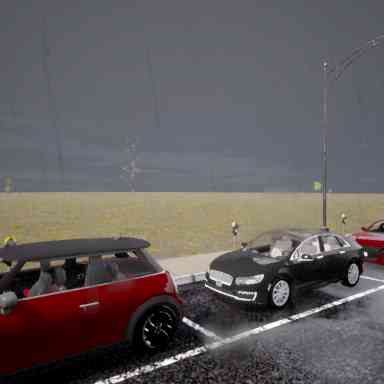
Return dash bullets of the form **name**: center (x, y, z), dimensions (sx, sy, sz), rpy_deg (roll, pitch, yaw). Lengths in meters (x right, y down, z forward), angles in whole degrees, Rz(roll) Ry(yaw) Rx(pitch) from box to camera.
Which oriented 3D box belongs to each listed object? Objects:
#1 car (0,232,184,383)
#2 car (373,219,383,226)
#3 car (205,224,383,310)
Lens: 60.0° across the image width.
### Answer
- **car**: center (-2.202, 1.440, 4.516), dimensions (4.097, 1.590, 1.967), rpy_deg (0, 1, -36)
- **car**: center (6.807, 1.548, 10.954), dimensions (4.507, 1.381, 1.887), rpy_deg (0, 1, -36)
- **car**: center (2.302, 1.552, 7.735), dimensions (4.403, 1.369, 2.008), rpy_deg (0, 1, -36)
